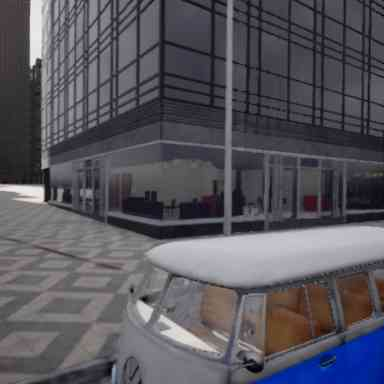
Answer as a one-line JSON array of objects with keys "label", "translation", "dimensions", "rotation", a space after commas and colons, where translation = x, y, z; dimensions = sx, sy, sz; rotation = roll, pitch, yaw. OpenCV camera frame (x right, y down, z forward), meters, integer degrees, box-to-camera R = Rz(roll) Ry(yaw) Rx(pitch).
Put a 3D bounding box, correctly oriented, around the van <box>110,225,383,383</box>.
[{"label": "van", "translation": [1.206, 1.310, 3.370], "dimensions": [3.998, 1.788, 1.690], "rotation": [0, 1, -34]}]
